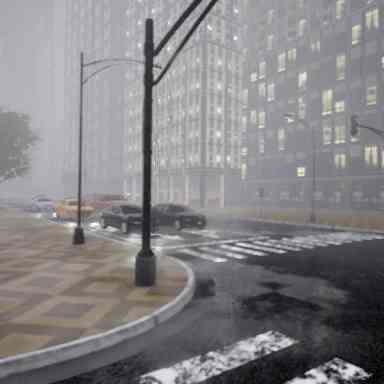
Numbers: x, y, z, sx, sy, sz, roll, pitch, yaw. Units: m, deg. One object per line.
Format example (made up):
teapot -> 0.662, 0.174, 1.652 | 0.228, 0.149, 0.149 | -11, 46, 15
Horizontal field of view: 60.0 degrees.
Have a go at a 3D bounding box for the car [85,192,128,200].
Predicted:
car -> -7.007, 1.126, 28.693 | 2.150, 2.045, 5.566 | 1, 0, -37

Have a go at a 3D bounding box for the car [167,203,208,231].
car -> -1.058, 1.470, 20.741 | 1.882, 1.535, 5.008 | 1, 0, -37

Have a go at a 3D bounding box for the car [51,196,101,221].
car -> -9.298, 1.333, 26.332 | 1.882, 1.535, 5.008 | 1, 0, -37

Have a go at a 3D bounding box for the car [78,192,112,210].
car -> -12.086, 1.064, 41.248 | 2.150, 2.045, 5.566 | 1, 0, -37

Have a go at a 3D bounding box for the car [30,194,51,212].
car -> -15.439, 1.287, 34.553 | 1.812, 1.442, 4.674 | 1, 0, -37

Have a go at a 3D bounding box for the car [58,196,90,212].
car -> -13.190, 1.288, 36.977 | 1.882, 1.535, 5.008 | 1, 0, -37

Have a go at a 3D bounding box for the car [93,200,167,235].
car -> -3.628, 1.444, 18.749 | 1.837, 1.490, 4.892 | 1, 0, -37

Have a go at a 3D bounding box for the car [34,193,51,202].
car -> -28.545, 1.044, 63.243 | 1.882, 1.535, 5.008 | 1, 0, -37
